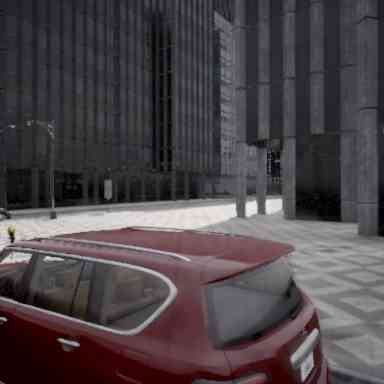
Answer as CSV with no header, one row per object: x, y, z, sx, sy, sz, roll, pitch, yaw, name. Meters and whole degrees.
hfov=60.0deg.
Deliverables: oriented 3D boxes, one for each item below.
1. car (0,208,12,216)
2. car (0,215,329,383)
-15.177,1.510,23.170,2.128,1.511,4.902,-1,1,33,car
-1.124,1.339,3.762,5.009,1.841,2.192,-1,0,35,car
